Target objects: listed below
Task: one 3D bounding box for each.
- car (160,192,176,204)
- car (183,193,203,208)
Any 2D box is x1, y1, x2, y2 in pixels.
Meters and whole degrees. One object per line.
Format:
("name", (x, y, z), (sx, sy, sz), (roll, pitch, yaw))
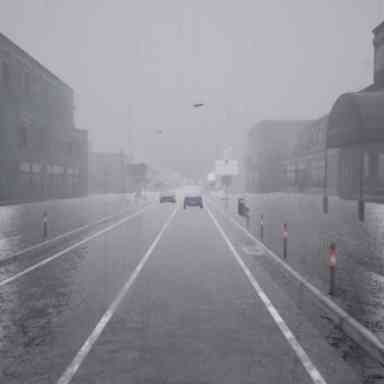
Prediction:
("car", (-2.989, 0.690, 41.981), (1.882, 1.535, 5.008), (0, 1, 0))
("car", (0.111, 0.822, 34.471), (1.882, 1.535, 5.008), (0, 1, 0))
